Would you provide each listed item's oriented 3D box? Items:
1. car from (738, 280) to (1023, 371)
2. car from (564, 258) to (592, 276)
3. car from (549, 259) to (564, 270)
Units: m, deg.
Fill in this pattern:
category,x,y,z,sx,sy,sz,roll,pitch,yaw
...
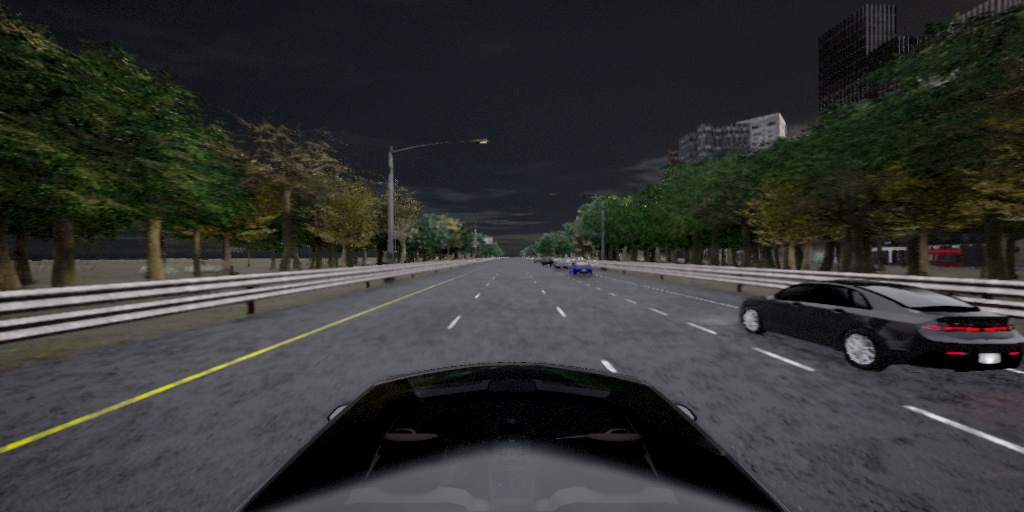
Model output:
category,x,y,z,sx,sy,sz,roll,pitch,yaw
car,7.003,1.259,7.681,1.837,1.490,4.892,0,0,0
car,7.073,1.254,37.570,1.882,1.535,5.008,0,0,0
car,7.145,1.387,53.630,1.895,1.301,4.718,0,0,0
